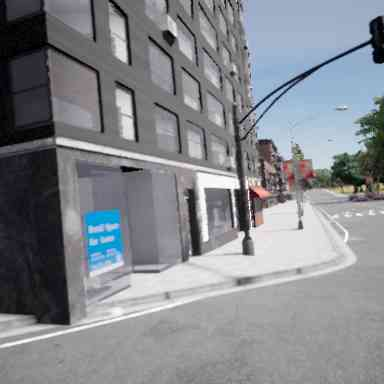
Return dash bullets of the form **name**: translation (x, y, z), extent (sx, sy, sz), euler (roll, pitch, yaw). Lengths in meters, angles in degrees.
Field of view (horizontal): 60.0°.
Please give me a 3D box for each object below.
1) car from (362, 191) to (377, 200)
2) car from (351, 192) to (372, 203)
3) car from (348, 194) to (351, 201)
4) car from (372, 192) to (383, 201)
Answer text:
- **car**: translation (39.584, 0.745, 74.107), extent (2.097, 1.767, 4.553), euler (-6, -3, 19)
- **car**: translation (33.184, 1.274, 65.307), extent (2.033, 1.411, 5.357), euler (-6, -3, 19)
- **car**: translation (36.544, 1.186, 75.175), extent (1.882, 1.535, 5.008), euler (-6, -3, 19)
- **car**: translation (36.370, 0.972, 64.624), extent (1.994, 1.385, 4.181), euler (-6, -3, 19)
